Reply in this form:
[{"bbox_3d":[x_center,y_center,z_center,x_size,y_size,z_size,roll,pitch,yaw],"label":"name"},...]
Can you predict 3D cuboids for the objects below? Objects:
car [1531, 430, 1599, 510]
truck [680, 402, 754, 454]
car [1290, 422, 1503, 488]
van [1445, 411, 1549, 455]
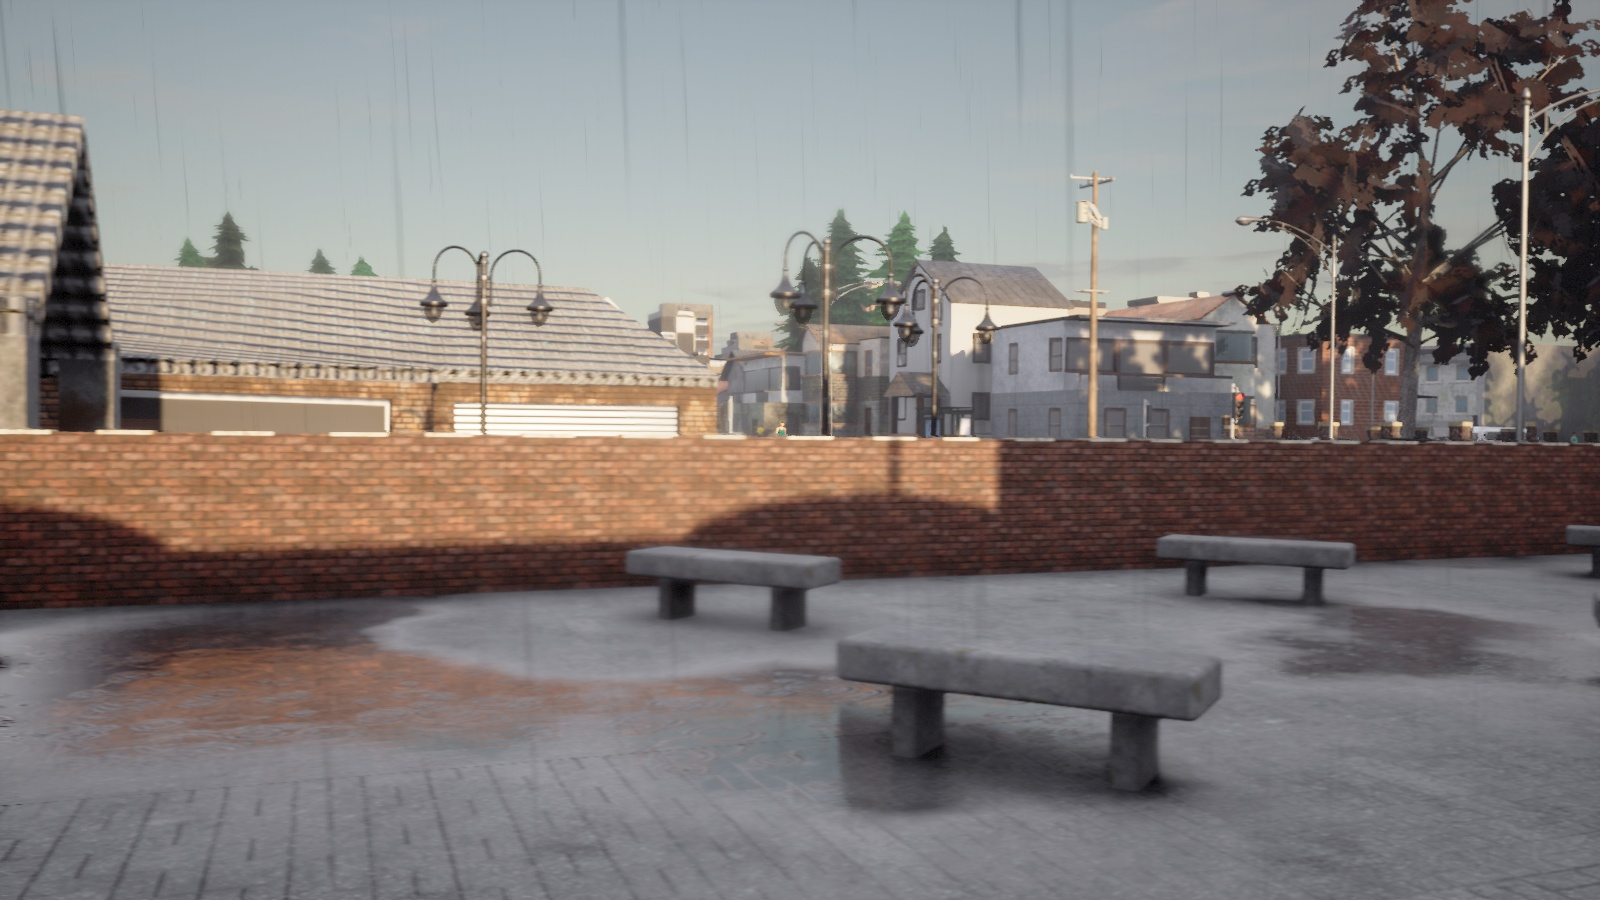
[{"bbox_3d":[15.116,0.352,21.485,1.994,1.385,4.181,-1,1,-21],"label":"car"},{"bbox_3d":[-5.914,-1.550,88.124,2.891,3.462,7.936,-1,1,-21],"label":"truck"},{"bbox_3d":[15.279,0.084,32.537,1.882,1.535,5.008,-1,1,-23],"label":"car"},{"bbox_3d":[33.674,-0.823,60.673,4.480,2.038,2.069,-1,1,-23],"label":"van"}]
